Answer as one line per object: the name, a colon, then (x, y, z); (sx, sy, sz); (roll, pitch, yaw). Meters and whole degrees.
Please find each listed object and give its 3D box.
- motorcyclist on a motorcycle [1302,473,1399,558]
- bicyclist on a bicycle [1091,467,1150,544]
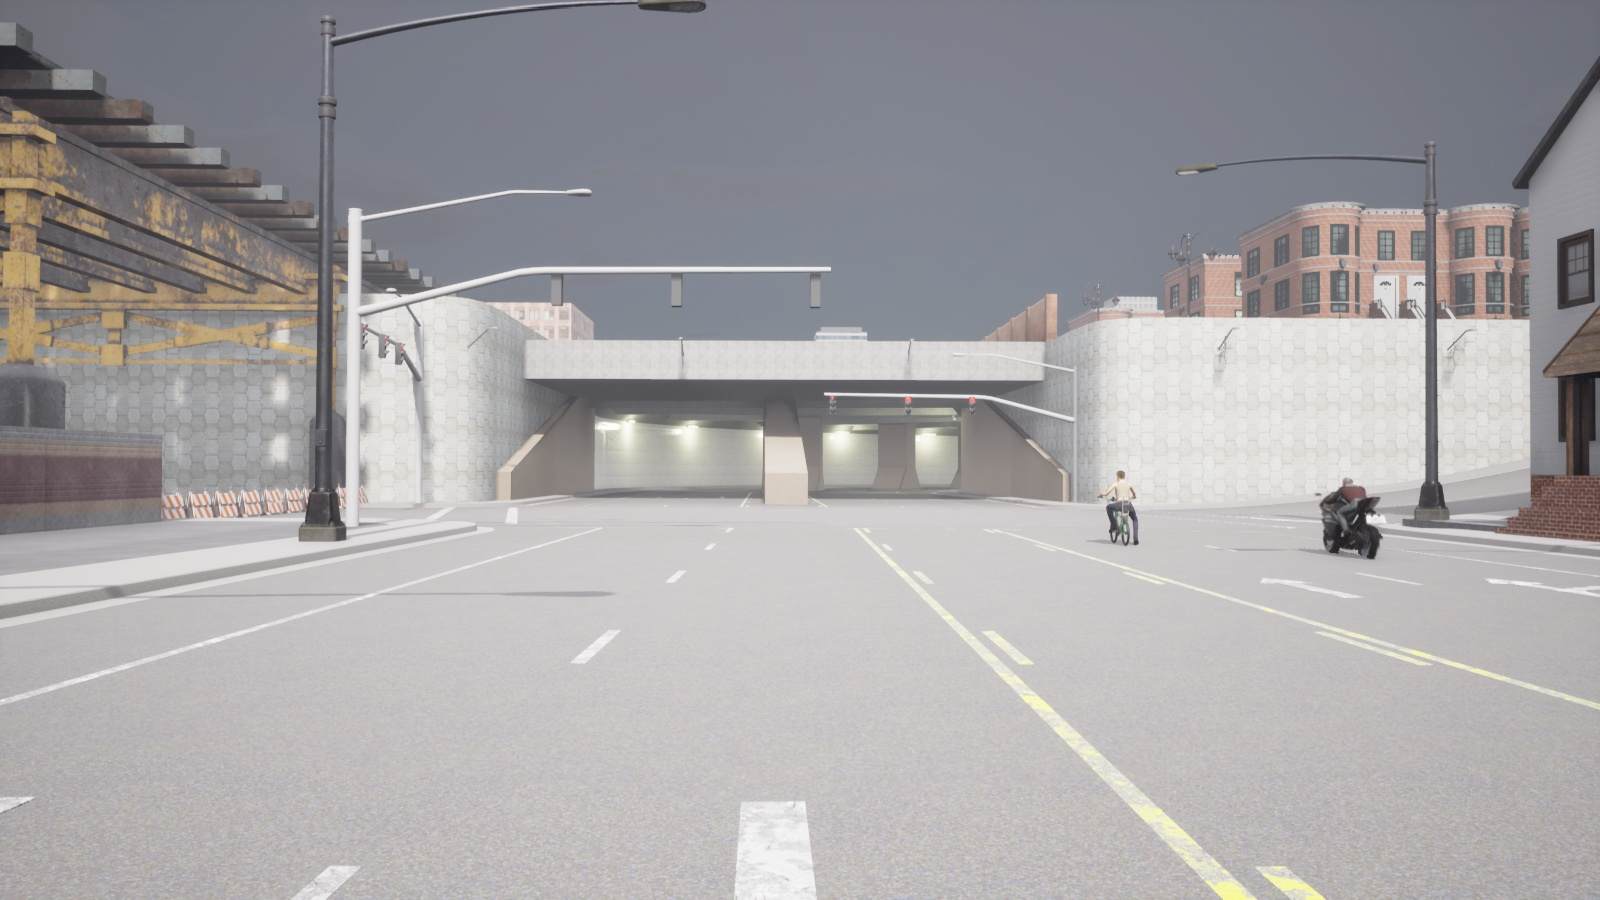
motorcyclist on a motorcycle: (10.430, 1.212, 23.885); (0.866, 1.530, 2.191); (0, -1, 0)
bicyclist on a bicycle: (6.927, 1.183, 27.175); (0.866, 1.612, 1.509); (0, -1, -1)
